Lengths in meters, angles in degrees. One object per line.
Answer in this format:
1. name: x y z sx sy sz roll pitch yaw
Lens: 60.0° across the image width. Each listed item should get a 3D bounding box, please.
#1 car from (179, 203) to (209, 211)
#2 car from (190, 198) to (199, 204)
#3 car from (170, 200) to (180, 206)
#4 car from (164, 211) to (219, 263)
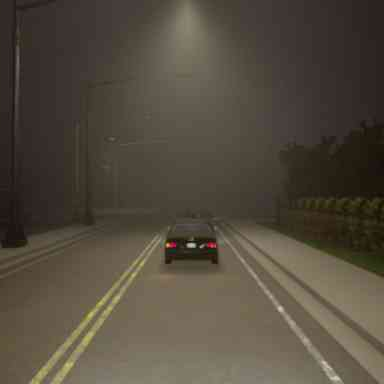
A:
1. car: 0.499 1.894 28.022 1.895 1.301 4.718 0 -1 15
2. car: 0.666 2.462 90.300 2.033 1.411 5.357 0 -1 12
3. car: -3.563 2.281 70.285 1.994 1.385 4.181 0 -1 0
4. car: -0.005 1.679 12.532 2.033 1.411 5.357 0 -1 0
